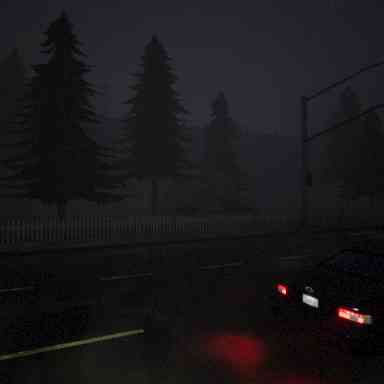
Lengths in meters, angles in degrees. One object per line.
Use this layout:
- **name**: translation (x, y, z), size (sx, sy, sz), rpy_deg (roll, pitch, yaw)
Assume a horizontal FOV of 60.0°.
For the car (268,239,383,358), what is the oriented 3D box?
- **car**: translation (3.891, 1.547, 5.698), size (5.357, 1.411, 2.033), rpy_deg (0, 0, -26)
